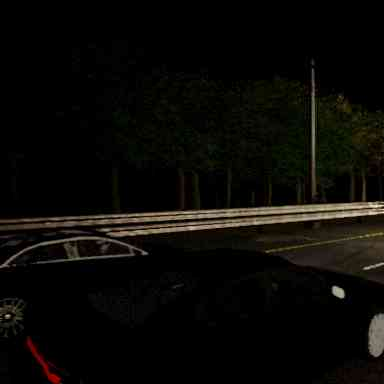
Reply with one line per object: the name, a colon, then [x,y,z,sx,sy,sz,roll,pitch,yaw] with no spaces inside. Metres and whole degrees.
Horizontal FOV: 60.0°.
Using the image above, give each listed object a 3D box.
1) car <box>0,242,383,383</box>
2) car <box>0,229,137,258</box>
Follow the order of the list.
car: [0.593,1.466,4.169,5.008,1.535,1.882,0,0,-35]
car: [-2.137,1.483,6.521,4.902,1.511,2.128,0,0,-36]
